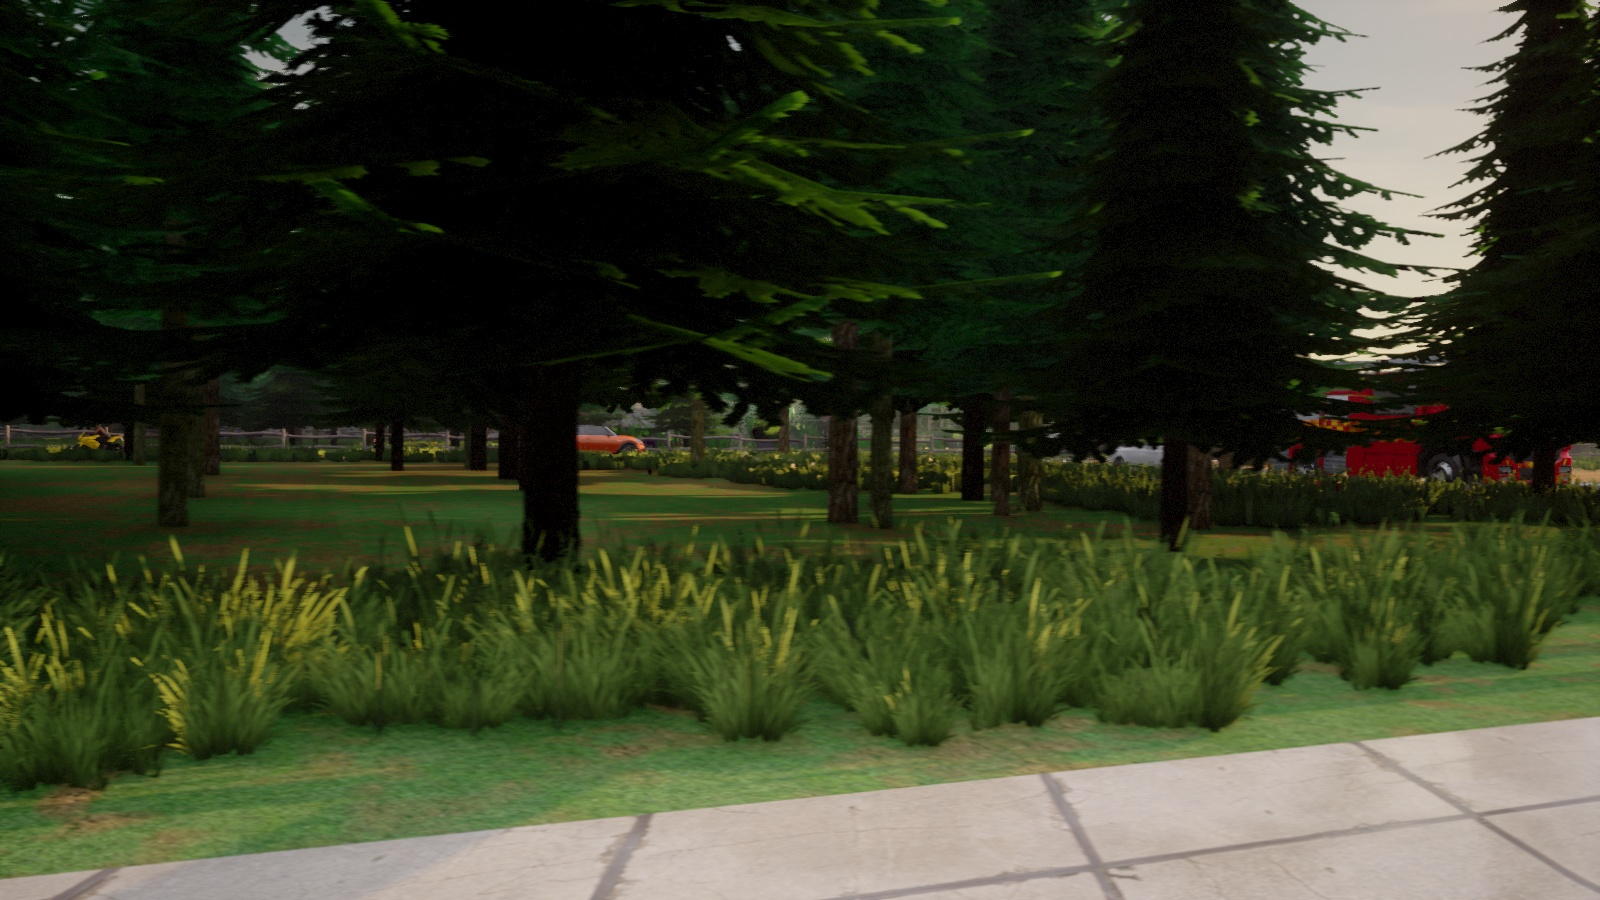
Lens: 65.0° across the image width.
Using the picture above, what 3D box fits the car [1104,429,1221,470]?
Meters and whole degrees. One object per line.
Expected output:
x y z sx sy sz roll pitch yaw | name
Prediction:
13.449 -0.055 46.871 1.812 1.442 4.674 -1 1 -20 | car

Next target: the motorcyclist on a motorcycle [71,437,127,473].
-31.237 0.210 55.976 2.044 1.523 0.797 -1 1 -19 | motorcyclist on a motorcycle

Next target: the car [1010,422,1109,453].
14.587 -0.736 70.725 5.027 1.651 2.152 -1 1 -18 | car

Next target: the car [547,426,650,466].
-9.566 -0.215 59.598 4.553 1.767 2.097 -1 1 -18 | car

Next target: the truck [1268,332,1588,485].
17.462 -1.110 35.785 2.891 3.827 8.468 -1 1 -20 | truck
